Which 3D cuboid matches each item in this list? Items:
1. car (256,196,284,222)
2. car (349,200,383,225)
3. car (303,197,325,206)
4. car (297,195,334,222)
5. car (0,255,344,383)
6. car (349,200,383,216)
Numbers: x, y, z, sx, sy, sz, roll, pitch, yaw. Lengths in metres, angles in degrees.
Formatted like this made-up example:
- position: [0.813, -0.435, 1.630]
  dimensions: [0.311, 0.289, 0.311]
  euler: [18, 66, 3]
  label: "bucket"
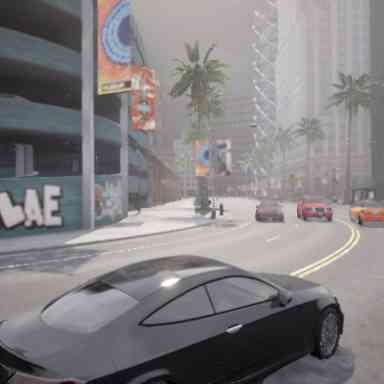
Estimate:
- position: [6.362, 1.465, 27.139]
  dimensions: [2.097, 1.767, 4.553]
  euler: [-1, 0, 13]
  label: "car"
- position: [13.022, 1.397, 24.499]
  dimensions: [2.097, 1.767, 4.553]
  euler: [-1, 0, 17]
  label: "car"
- position: [21.792, 1.664, 59.584]
  dimensions: [2.231, 1.521, 4.892]
  euler: [0, 0, 1]
  label: "car"
- position: [10.157, 1.309, 27.763]
  dimensions: [2.150, 2.045, 5.566]
  euler: [0, 0, 11]
  label: "car"
- position: [0.087, 1.553, 4.194]
  dimensions: [4.674, 1.442, 1.812]
  euler: [0, 0, -39]
  label: "car"
- position: [18.010, 1.568, 34.120]
  dimensions: [1.837, 1.490, 4.892]
  euler: [0, 0, 5]
  label: "car"
